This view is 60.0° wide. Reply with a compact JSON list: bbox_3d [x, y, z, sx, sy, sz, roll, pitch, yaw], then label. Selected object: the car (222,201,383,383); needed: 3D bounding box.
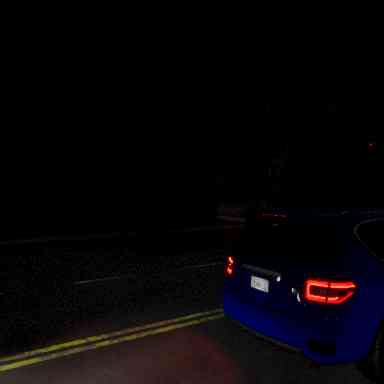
[{"bbox_3d":[3.083,1.221,5.546,5.566,2.045,2.150,0,0,-33],"label":"car"}]
